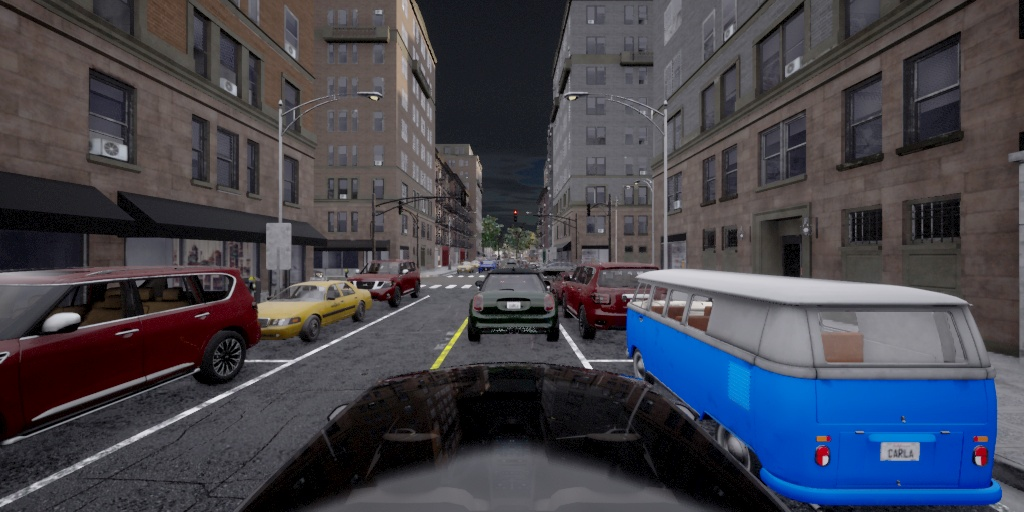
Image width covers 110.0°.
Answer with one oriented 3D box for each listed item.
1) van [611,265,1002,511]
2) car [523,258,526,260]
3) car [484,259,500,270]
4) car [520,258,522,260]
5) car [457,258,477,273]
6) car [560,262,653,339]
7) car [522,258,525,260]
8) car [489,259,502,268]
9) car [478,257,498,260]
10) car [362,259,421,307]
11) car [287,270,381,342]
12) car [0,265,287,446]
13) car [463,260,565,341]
[{"bbox_3d":[2.635,1.091,4.285,1.690,1.789,3.998,0,0,0],"label":"van"},{"bbox_3d":[2.584,1.300,42.652,2.007,1.370,4.403,0,0,0],"label":"car"},{"bbox_3d":[-2.909,1.241,52.854,2.128,1.511,4.902,0,0,0],"label":"car"},{"bbox_3d":[2.569,1.300,53.615,2.007,1.370,4.403,0,0,0],"label":"car"},{"bbox_3d":[-5.469,1.274,42.471,1.751,1.417,4.829,0,0,0],"label":"car"},{"bbox_3d":[2.627,1.065,9.964,2.192,1.841,5.009,0,0,0],"label":"car"},{"bbox_3d":[2.576,1.295,48.133,1.888,1.381,4.507,0,0,0],"label":"car"},{"bbox_3d":[-2.896,1.315,62.914,1.994,1.385,4.181,0,0,0],"label":"car"},{"bbox_3d":[-2.898,1.227,42.887,1.882,1.535,5.008,0,0,0],"label":"car"},{"bbox_3d":[-5.418,1.064,15.633,2.192,1.841,5.009,0,0,0],"label":"car"},{"bbox_3d":[-5.410,1.275,9.784,1.751,1.417,4.829,0,0,0],"label":"car"},{"bbox_3d":[-5.401,1.065,4.277,2.192,1.841,5.009,0,0,0],"label":"car"},{"bbox_3d":[0.023,1.102,10.001,2.097,1.767,4.553,0,0,0],"label":"car"}]
